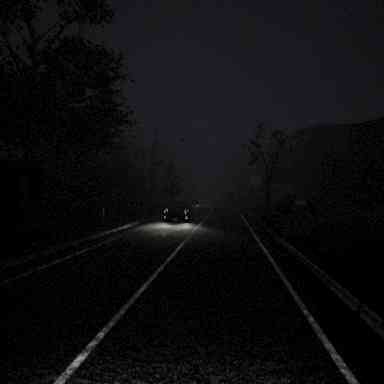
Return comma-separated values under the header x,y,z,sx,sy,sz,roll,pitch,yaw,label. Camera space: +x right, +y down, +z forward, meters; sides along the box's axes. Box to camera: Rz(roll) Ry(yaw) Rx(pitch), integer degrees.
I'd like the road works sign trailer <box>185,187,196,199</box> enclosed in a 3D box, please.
x,y,z,sx,sy,sz,roll,pitch,yaw,label
-0.561,-0.015,93.642,2.380,3.560,2.880,5,39,-19,road works sign trailer

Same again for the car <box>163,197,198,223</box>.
x,y,z,sx,sy,sz,roll,pitch,yaw,label
-0.988,1.471,26.967,2.097,1.767,4.553,1,0,6,car

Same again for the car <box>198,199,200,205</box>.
x,y,z,sx,sy,sz,roll,pitch,yaw,label
0.522,1.842,68.141,1.882,1.535,5.008,0,0,-4,car
